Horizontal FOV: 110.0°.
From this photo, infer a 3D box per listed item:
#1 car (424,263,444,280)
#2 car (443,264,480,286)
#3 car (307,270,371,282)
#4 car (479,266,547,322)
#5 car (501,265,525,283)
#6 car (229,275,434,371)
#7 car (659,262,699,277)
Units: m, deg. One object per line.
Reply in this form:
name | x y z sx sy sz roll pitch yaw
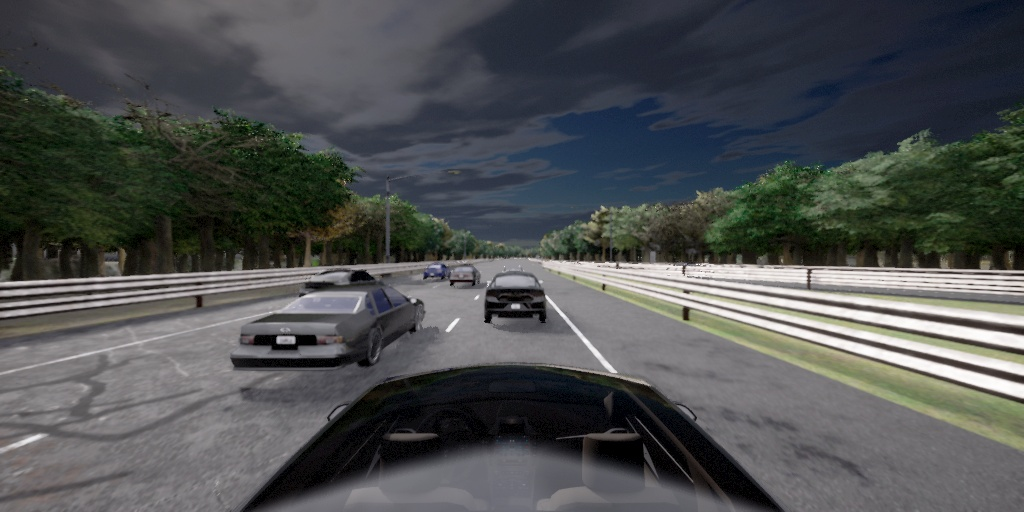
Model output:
car | -6.886 1.399 33.246 1.812 1.442 4.674 0 0 0
car | -3.389 1.414 26.562 2.033 1.411 5.357 0 0 0
car | -6.896 1.311 15.107 1.837 1.490 4.892 0 0 0
car | 0.103 1.275 12.528 1.882 1.535 5.008 0 0 0
car | 0.108 1.488 30.622 1.895 1.301 4.718 0 0 0
car | -3.395 1.324 7.910 2.033 1.411 5.357 0 0 0
car | 18.436 1.508 39.696 2.033 1.649 4.856 0 0 -18
